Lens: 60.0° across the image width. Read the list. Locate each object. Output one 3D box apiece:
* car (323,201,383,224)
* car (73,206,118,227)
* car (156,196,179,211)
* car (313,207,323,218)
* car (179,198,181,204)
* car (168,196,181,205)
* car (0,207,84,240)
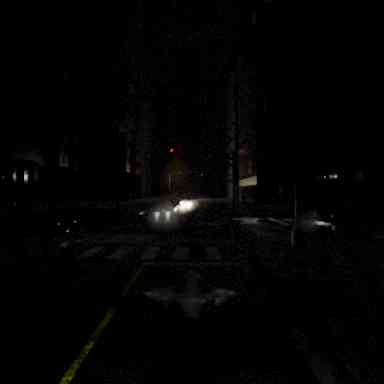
[{"bbox_3d":[12.145,1.564,24.137,4.181,1.385,1.994,0,0,0],"label":"car"},{"bbox_3d":[-7.209,1.587,21.555,4.718,1.301,1.895,0,0,-11],"label":"car"},{"bbox_3d":[-3.131,1.531,40.216,2.033,1.411,5.357,0,0,4],"label":"car"},{"bbox_3d":[12.579,1.485,27.387,4.902,1.511,2.128,0,0,0],"label":"car"},{"bbox_3d":[-3.154,1.457,50.019,1.882,1.535,5.008,0,0,0],"label":"car"},{"bbox_3d":[-3.123,1.467,60.182,2.128,1.511,4.902,0,0,0],"label":"car"},{"bbox_3d":[-8.232,1.597,16.799,4.718,1.301,1.895,0,0,12],"label":"car"}]
